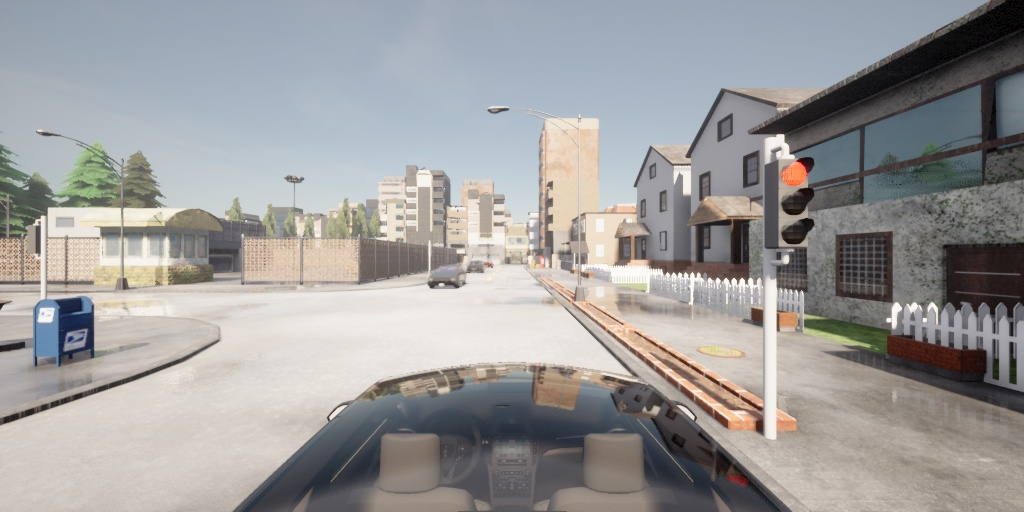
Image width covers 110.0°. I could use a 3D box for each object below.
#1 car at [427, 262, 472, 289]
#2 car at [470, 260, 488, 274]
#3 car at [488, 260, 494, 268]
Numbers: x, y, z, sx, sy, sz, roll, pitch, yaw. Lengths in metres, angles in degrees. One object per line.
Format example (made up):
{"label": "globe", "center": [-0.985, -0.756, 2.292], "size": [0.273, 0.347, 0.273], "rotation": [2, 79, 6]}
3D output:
{"label": "car", "center": [-4.108, 1.297, 23.563], "size": [2.033, 1.411, 5.357], "rotation": [0, 0, 0]}
{"label": "car", "center": [-4.112, 1.254, 41.141], "size": [1.837, 1.490, 4.892], "rotation": [0, 0, 0]}
{"label": "car", "center": [-4.024, 1.368, 59.418], "size": [1.895, 1.301, 4.718], "rotation": [0, 0, 0]}
